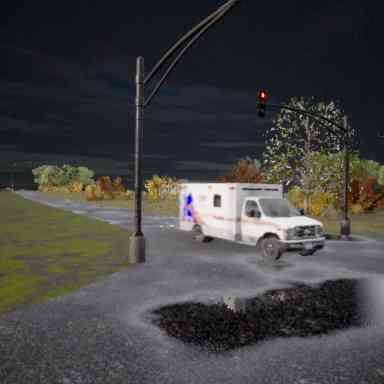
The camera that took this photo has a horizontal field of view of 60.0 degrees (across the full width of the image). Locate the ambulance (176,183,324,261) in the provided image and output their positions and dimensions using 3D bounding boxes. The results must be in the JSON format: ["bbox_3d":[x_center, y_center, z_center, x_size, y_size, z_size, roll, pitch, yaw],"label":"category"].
[{"bbox_3d":[1.900,0.902,12.819,2.351,2.431,6.366,1,0,-32],"label":"ambulance"}]
